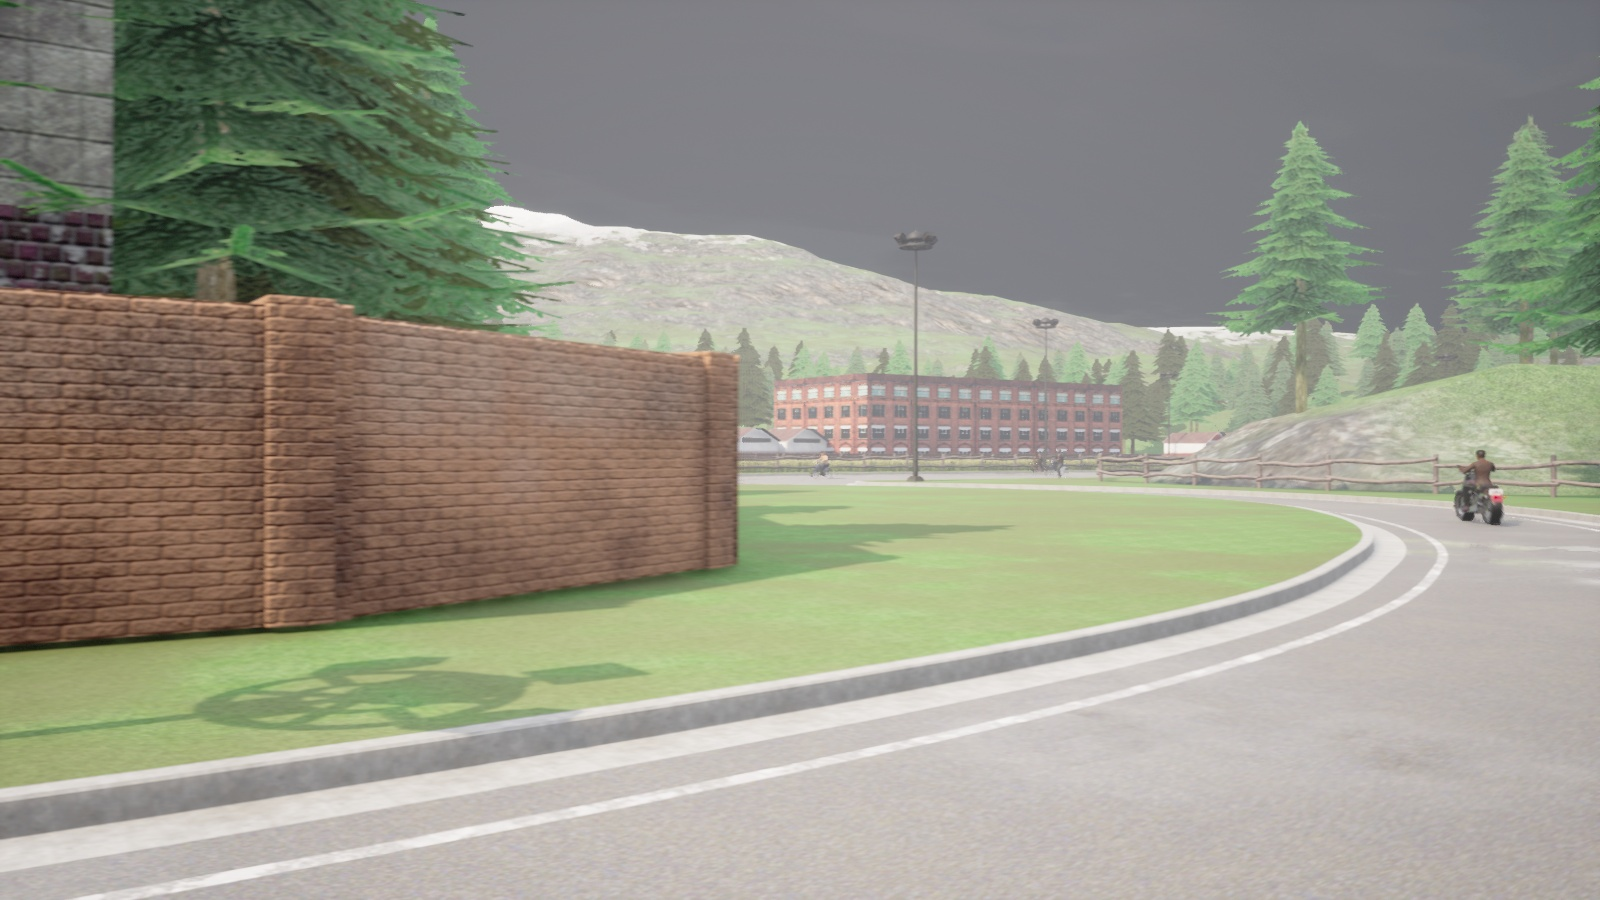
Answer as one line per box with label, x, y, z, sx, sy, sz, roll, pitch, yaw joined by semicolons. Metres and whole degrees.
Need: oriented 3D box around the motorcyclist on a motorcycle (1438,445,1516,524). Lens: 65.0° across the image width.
motorcyclist on a motorcycle;14.683;0.731;27.322;0.766;1.649;2.350;-1;0;10
